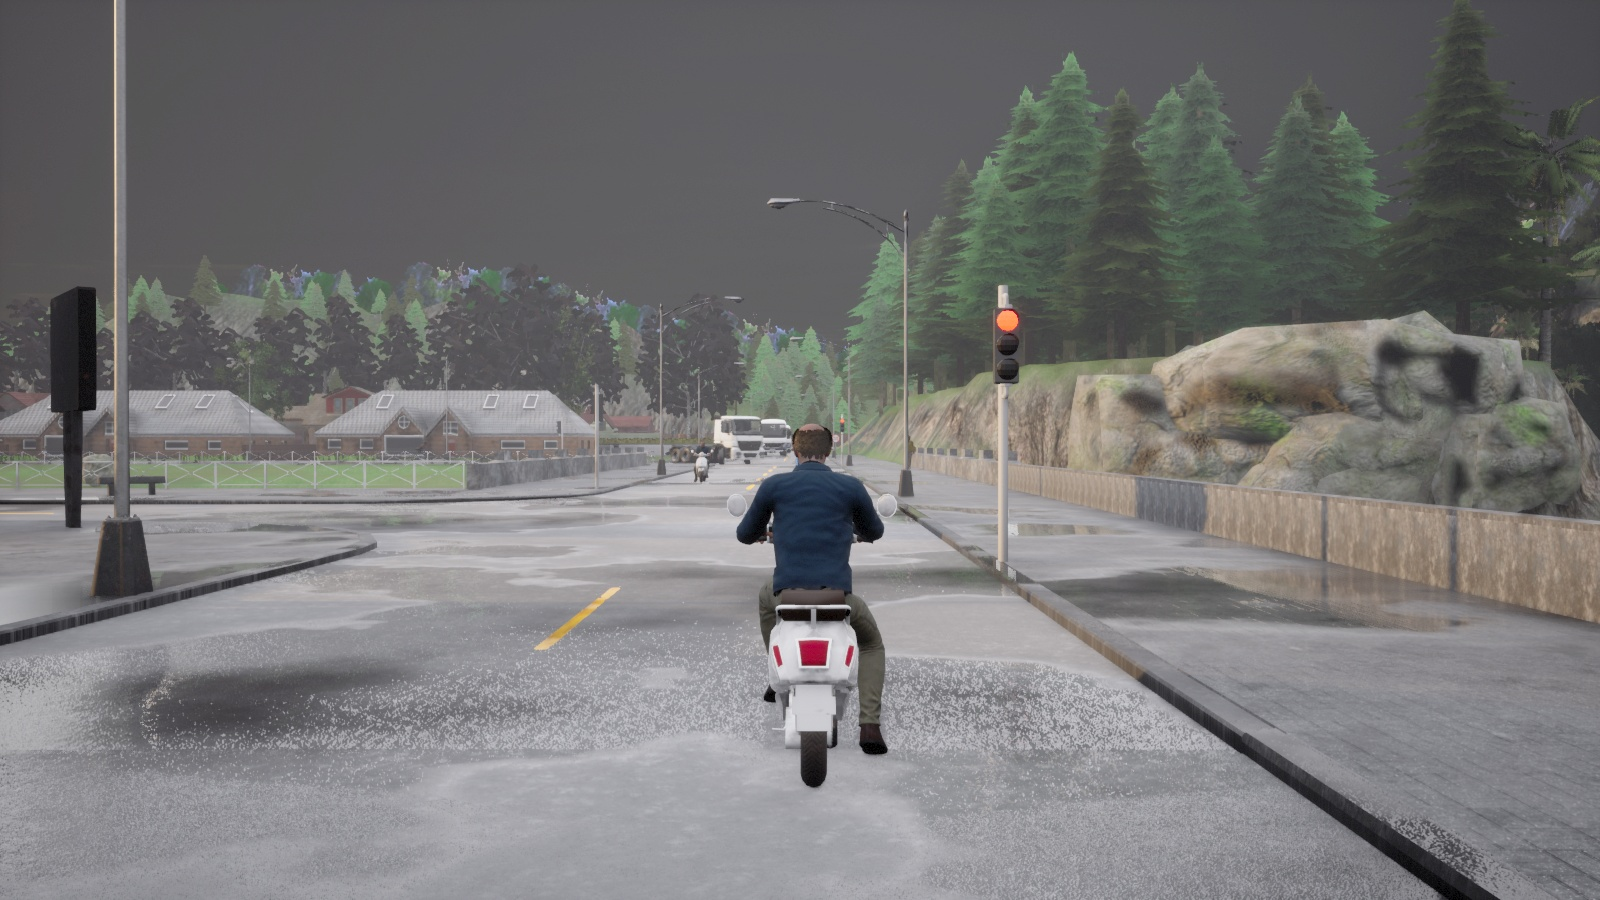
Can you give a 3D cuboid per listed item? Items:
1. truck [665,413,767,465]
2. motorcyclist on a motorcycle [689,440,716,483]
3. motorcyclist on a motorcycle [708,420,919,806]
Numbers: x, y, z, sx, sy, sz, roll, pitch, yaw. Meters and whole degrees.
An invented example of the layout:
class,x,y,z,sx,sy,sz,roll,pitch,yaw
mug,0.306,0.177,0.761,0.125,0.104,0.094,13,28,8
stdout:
class,x,y,z,sx,sy,sz,roll,pitch,yaw
truck,-5.986,-0.737,87.970,2.891,3.462,7.936,0,0,-41
motorcyclist on a motorcycle,-3.717,0.426,48.000,0.866,1.590,1.817,0,0,0
motorcyclist on a motorcycle,0.059,0.666,6.070,0.866,1.590,1.817,0,0,0
